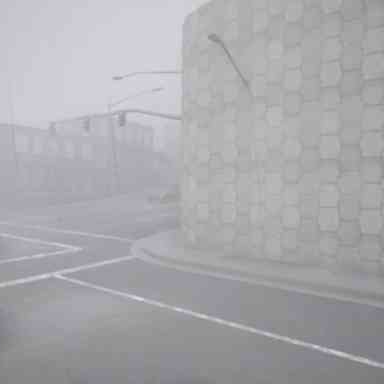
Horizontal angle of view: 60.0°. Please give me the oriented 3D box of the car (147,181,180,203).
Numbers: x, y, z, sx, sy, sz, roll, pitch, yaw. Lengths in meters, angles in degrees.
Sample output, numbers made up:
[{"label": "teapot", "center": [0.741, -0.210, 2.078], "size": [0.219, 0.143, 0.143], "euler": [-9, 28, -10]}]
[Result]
[{"label": "car", "center": [-2.209, -0.095, 31.622], "size": [2.097, 1.767, 4.553], "euler": [1, 8, 35]}]
